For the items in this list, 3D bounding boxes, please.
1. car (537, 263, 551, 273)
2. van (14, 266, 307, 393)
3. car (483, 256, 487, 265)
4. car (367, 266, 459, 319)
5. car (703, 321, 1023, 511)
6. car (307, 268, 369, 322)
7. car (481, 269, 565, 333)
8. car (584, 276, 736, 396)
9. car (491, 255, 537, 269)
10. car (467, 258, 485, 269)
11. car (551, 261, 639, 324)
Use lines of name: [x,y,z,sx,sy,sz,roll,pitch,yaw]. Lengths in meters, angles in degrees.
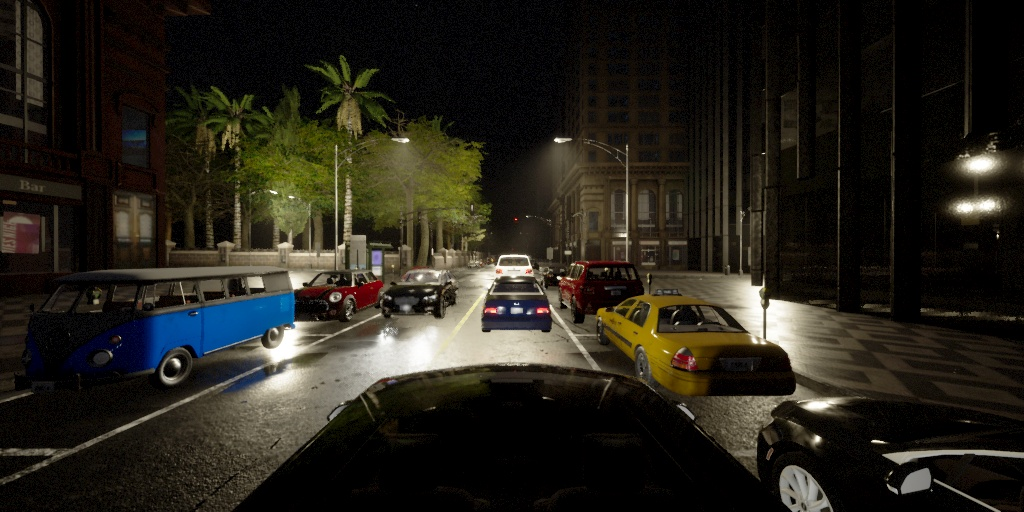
car: [2.767,1.308,22.758,1.948,1.339,4.313,0,0,0]
van: [-5.762,1.090,6.499,1.690,1.789,3.998,0,0,0]
car: [-5.750,1.153,60.057,1.967,1.591,4.097,0,0,0]
car: [-3.078,1.238,12.865,2.128,1.511,4.902,0,0,0]
car: [2.762,1.300,1.057,2.007,1.370,4.403,0,0,0]
car: [-5.761,1.187,11.925,1.967,1.591,4.097,0,0,0]
car: [0.105,1.295,10.728,2.033,1.411,5.357,0,0,0]
car: [2.763,1.274,6.652,1.751,1.417,4.829,0,0,0]
car: [0.105,0.965,21.299,2.150,2.045,5.566,0,0,0]
car: [-5.752,1.269,54.637,2.007,1.370,4.403,0,0,0]
car: [2.764,1.062,11.908,2.192,1.841,5.009,0,0,0]
